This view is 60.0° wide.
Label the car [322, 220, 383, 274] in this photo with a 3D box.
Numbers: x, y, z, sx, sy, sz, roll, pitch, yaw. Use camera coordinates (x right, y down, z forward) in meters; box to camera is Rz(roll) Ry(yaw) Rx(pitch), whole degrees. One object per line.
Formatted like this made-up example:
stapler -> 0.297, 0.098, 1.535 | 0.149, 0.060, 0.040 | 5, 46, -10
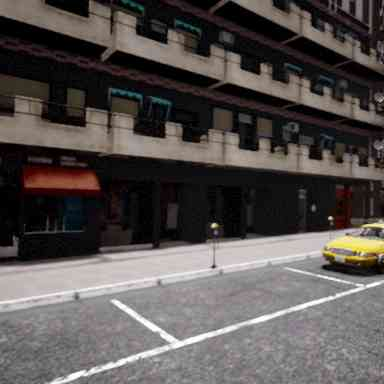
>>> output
car -> 6.234, 1.637, 10.998 | 4.829, 1.417, 1.752 | 1, 1, -36
